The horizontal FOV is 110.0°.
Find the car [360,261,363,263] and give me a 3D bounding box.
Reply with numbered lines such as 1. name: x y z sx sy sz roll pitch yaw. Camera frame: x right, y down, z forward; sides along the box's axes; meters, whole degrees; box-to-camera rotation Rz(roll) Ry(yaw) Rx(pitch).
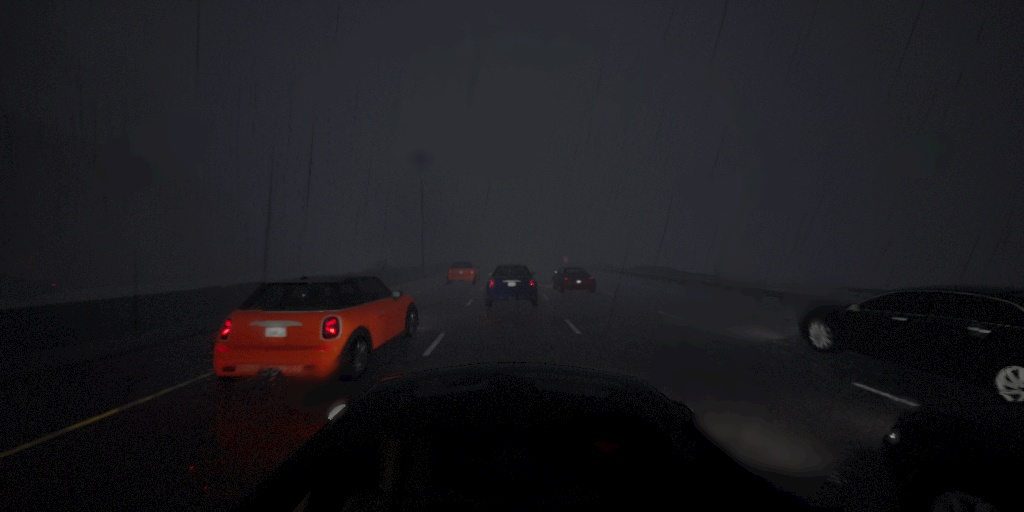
1. car: -21.513 1.503 55.934 2.128 1.511 4.902 -1 0 0

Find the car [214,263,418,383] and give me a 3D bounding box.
1. car: -3.476 1.140 7.415 2.097 1.767 4.553 -1 0 0

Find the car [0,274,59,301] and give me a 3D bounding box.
1. car: -24.703 1.538 16.320 2.033 1.411 5.357 -1 0 -1

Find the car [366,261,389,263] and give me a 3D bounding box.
1. car: -14.402 1.527 39.455 1.895 1.301 4.718 -1 0 0

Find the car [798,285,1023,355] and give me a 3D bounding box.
1. car: 7.021 1.196 5.655 1.837 1.490 4.892 0 0 0

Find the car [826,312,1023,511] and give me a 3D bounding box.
1. car: 3.464 1.222 0.476 1.837 1.490 4.892 0 0 1

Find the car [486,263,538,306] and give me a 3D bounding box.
1. car: -0.014 1.120 16.065 2.097 1.767 4.553 -1 0 0

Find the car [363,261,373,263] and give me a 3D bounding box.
1. car: -17.972 1.461 49.131 2.128 1.511 4.902 -1 0 0

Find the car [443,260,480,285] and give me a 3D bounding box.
1. car: -3.608 1.166 27.385 2.097 1.767 4.553 -1 0 -1

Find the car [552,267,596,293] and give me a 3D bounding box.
1. car: 3.453 1.306 20.603 1.994 1.385 4.181 -1 0 0
